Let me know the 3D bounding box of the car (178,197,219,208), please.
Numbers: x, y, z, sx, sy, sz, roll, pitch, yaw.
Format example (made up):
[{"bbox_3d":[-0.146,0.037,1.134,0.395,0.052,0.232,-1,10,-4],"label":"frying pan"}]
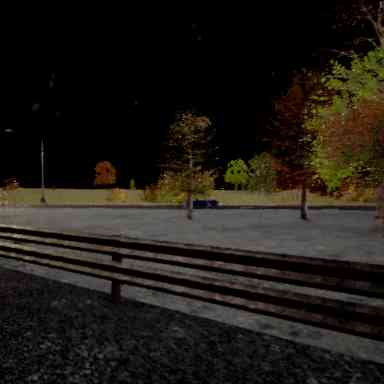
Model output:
[{"bbox_3d":[0.721,1.226,39.614,4.718,1.301,1.895,0,0,11],"label":"car"}]
